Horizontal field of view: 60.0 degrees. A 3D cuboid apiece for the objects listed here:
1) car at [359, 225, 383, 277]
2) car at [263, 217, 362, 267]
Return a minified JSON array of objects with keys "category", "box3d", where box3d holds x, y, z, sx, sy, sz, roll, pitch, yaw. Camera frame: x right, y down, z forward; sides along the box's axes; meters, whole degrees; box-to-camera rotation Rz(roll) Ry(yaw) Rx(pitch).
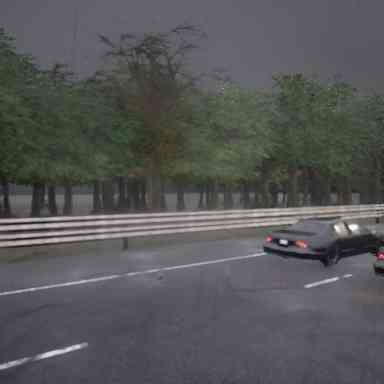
[{"category":"car","box3d":[6.887,1.581,8.745,5.357,1.411,2.033,0,0,-35]},{"category":"car","box3d":[4.861,1.580,11.600,5.357,1.411,2.033,0,0,-35]}]
